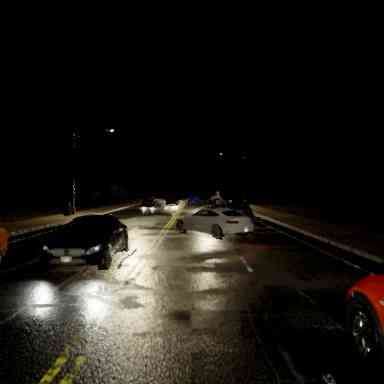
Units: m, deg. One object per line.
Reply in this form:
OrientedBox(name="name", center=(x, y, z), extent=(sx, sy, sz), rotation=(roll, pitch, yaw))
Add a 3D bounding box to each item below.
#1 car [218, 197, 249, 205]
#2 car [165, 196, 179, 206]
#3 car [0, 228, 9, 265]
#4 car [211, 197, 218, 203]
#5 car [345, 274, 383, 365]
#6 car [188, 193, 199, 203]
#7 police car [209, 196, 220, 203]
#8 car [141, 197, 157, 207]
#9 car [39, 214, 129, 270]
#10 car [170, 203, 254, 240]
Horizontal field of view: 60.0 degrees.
OrientedBox(name="car", center=(3.355, 1.402, 25.022), extent=(2.033, 1.649, 4.856), rotation=(0, 0, 0))
OrientedBox(name="car", center=(-3.118, 1.412, 52.165), extent=(1.882, 1.535, 5.008), rotation=(0, 0, 0))
OrientedBox(name="car", center=(-6.567, 1.468, 8.130), extent=(1.882, 1.535, 5.008), rotation=(0, 0, 0))
OrientedBox(name="car", center=(3.402, 1.557, 36.052), extent=(1.895, 1.301, 4.718), rotation=(0, 0, 0))
OrientedBox(name="car", center=(3.262, 1.349, 2.993), extent=(2.097, 1.767, 4.553), rotation=(0, 0, 0))
OrientedBox(name="car", center=(0.294, 1.401, 59.645), extent=(1.882, 1.535, 5.008), rotation=(0, 0, 1))
OrientedBox(name="police car", center=(3.449, 1.366, 47.132), extent=(1.930, 1.638, 5.238), rotation=(0, 0, 0))
OrientedBox(name="car", center=(-6.378, 1.501, 49.859), extent=(1.994, 1.385, 4.181), rotation=(0, 0, 0))
OrientedBox(name="car", center=(-3.304, 1.513, 11.082), extent=(1.812, 1.442, 4.674), rotation=(0, 0, 0))
OrientedBox(name="car", center=(1.059, 1.506, 17.043), extent=(1.812, 1.442, 4.674), rotation=(0, 0, -38))
